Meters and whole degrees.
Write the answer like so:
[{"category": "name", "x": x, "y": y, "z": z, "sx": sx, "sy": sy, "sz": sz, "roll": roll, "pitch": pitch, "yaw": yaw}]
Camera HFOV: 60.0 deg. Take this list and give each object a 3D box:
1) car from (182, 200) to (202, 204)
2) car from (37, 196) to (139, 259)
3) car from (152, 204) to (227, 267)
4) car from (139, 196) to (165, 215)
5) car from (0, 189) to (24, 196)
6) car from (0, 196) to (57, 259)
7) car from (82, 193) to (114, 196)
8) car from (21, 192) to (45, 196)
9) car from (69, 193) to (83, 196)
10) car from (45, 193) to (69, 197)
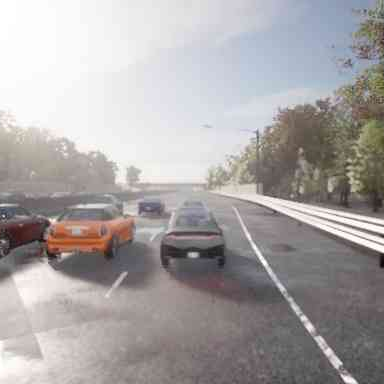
[{"category": "car", "x": 0.015, "y": 1.255, "z": 23.765, "sx": 2.033, "sy": 1.411, "sz": 5.357, "roll": 0, "pitch": 1, "yaw": 0}, {"category": "car", "x": -3.445, "y": 1.199, "z": 12.130, "sx": 2.097, "sy": 1.767, "sz": 4.553, "roll": 0, "pitch": 1, "yaw": 0}, {"category": "car", "x": 0.048, "y": 1.355, "z": 10.881, "sx": 2.128, "sy": 1.511, "sz": 4.902, "roll": 0, "pitch": 1, "yaw": 0}, {"category": "car", "x": -3.459, "y": 1.122, "z": 29.011, "sx": 1.882, "sy": 1.535, "sz": 5.008, "roll": 0, "pitch": 1, "yaw": 0}, {"category": "car", "x": -28.114, "y": 0.607, "z": 51.736, "sx": 2.150, "sy": 2.045, "sz": 5.566, "roll": 0, "pitch": 1, "yaw": 0}, {"category": "car", "x": -6.946, "y": 1.199, "z": 12.120, "sx": 2.097, "sy": 1.767, "sz": 4.553, "roll": 0, "pitch": 1, "yaw": 0}, {"category": "car", "x": -6.966, "y": 1.018, "z": 27.162, "sx": 2.097, "sy": 1.767, "sz": 4.553, "roll": 0, "pitch": 1, "yaw": 0}, {"category": "car", "x": -24.615, "y": 0.973, "z": 52.930, "sx": 1.895, "sy": 1.301, "sz": 4.718, "roll": 0, "pitch": 1, "yaw": 0}, {"category": "car", "x": -17.623, "y": 0.869, "z": 53.585, "sx": 1.837, "sy": 1.490, "sz": 4.892, "roll": 0, "pitch": 1, "yaw": 0}, {"category": "car", "x": -21.120, "y": 0.858, "z": 53.404, "sx": 2.128, "sy": 1.511, "sz": 4.902, "roll": 0, "pitch": 1, "yaw": 0}]
